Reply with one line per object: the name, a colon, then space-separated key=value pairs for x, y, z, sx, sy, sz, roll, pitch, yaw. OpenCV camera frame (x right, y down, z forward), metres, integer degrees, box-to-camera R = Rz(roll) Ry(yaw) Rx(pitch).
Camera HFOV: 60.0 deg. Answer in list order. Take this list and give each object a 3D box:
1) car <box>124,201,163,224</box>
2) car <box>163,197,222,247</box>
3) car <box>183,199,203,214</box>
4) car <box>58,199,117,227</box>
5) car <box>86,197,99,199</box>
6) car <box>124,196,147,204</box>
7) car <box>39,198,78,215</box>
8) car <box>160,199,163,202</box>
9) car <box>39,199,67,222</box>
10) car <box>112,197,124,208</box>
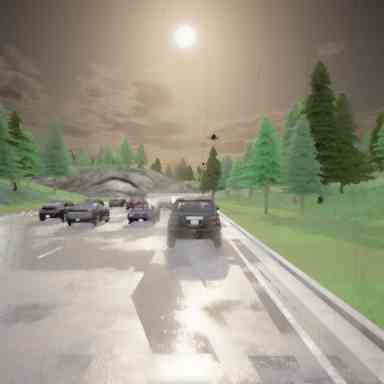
car: x=-3.404 y=1.586 z=24.395 sx=1.895 sy=1.301 sz=4.718 roll=0 pitch=0 yaw=0
car: x=0.097 y=1.214 z=15.114 sx=2.150 sy=2.045 sz=5.566 roll=0 pitch=0 yaw=0
car: x=0.097 y=1.526 z=36.399 sx=2.033 sy=1.411 sz=5.357 roll=0 pitch=0 yaw=0
car: x=-6.904 y=1.479 z=22.560 sx=2.128 sy=1.511 sz=4.902 roll=0 pitch=0 yaw=0
car: x=-13.991 y=1.465 z=47.251 sx=2.128 sy=1.511 sz=4.902 roll=0 pitch=0 yaw=0
car: x=-6.906 y=1.326 z=42.525 sx=2.097 sy=1.767 sz=4.553 roll=0 pitch=0 yaw=0
car: x=-14.003 y=1.472 z=35.171 sx=2.128 sy=1.511 sz=4.902 roll=0 pitch=0 yaw=0
car: x=-3.405 y=1.575 z=43.553 sx=1.895 sy=1.301 sz=4.718 roll=0 pitch=0 yaw=0
car: x=-10.405 y=1.490 z=26.415 sx=1.837 sy=1.490 sz=4.892 roll=0 pitch=0 yaw=0
car: x=-10.406 y=1.464 z=47.266 sx=2.128 sy=1.511 sz=4.902 roll=0 pitch=0 yaw=0
